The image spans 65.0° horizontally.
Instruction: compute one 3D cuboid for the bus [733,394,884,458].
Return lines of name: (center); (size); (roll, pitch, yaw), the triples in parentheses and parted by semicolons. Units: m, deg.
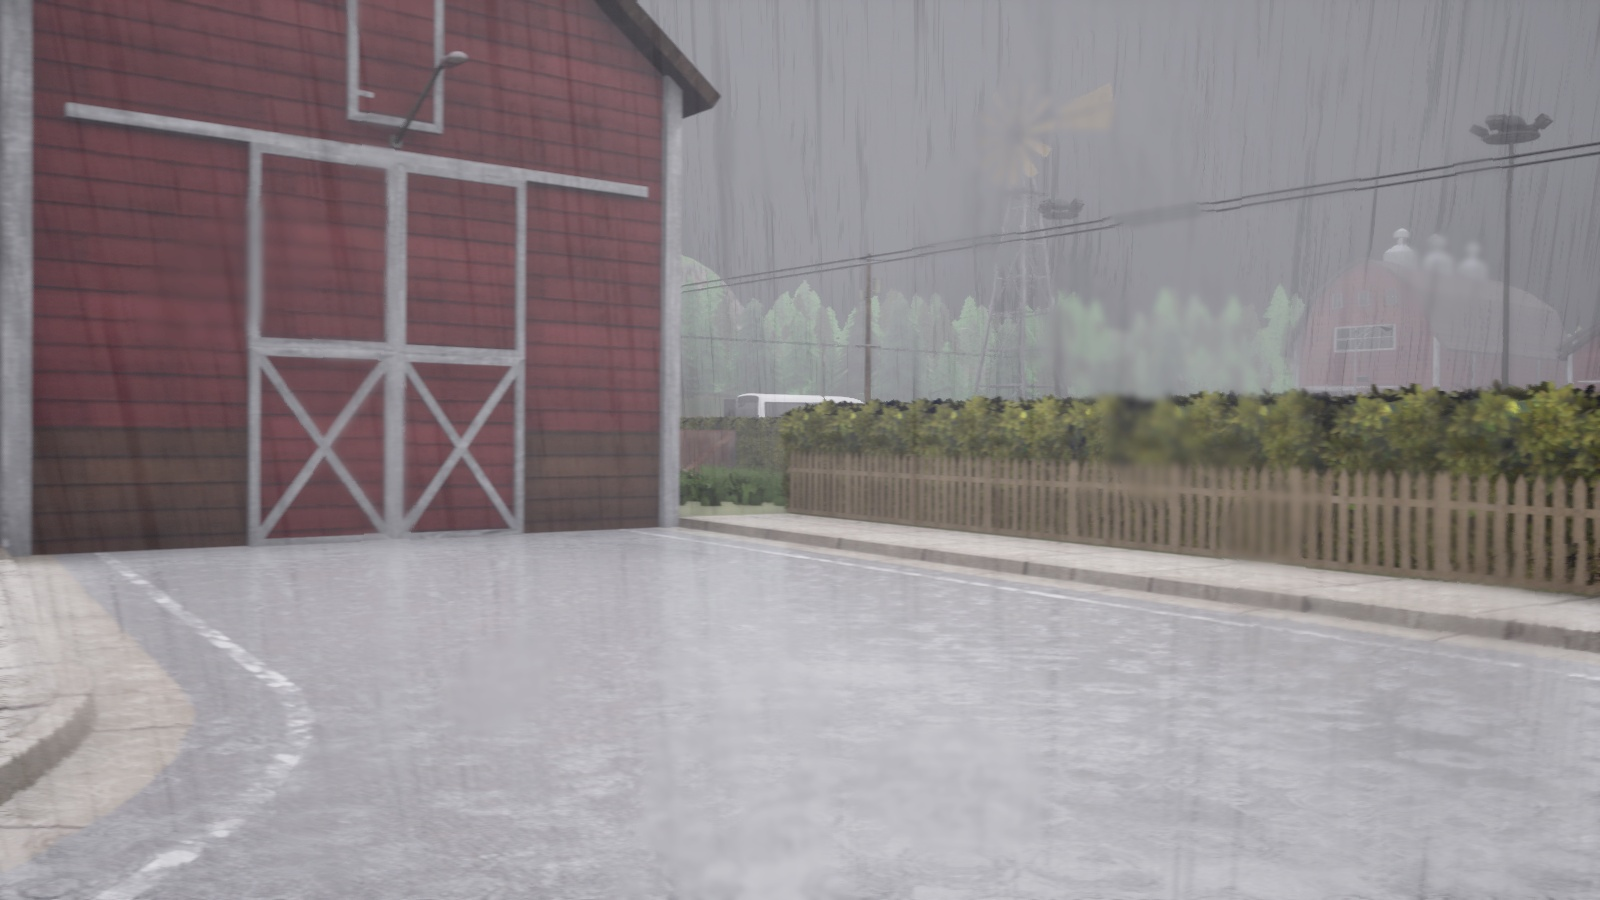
bus: (0.670, -1.709, 88.157); (10.273, 4.253, 3.944); (-1, 1, -37)
